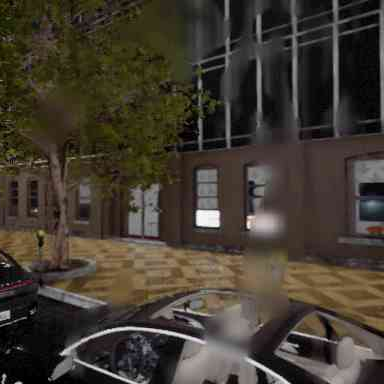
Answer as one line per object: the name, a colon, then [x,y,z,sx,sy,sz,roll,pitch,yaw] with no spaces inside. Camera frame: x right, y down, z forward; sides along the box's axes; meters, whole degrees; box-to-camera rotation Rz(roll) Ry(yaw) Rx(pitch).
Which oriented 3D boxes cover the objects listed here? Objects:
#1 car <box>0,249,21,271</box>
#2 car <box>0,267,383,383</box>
car: [-4.588,1.619,6.156,4.403,1.369,2.008,-1,0,36]
car: [0.043,1.565,2.846,4.403,1.369,2.008,-1,0,36]
